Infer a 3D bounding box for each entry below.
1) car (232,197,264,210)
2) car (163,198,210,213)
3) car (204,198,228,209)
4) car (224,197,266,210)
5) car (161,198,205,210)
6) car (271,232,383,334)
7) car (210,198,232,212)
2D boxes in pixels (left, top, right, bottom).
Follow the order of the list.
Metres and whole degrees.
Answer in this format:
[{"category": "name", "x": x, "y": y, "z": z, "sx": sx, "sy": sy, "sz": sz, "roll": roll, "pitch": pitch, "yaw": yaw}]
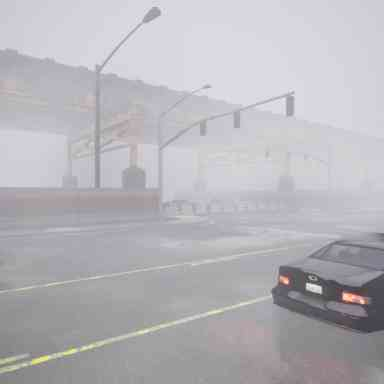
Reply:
[{"category": "car", "x": 6.690, "y": 1.295, "z": 42.488, "sx": 4.536, "sy": 1.218, "sz": 1.853, "roll": 0, "pitch": 0, "yaw": -8}, {"category": "car", "x": -0.848, "y": 1.453, "z": 35.974, "sx": 4.974, "sy": 1.542, "sz": 2.038, "roll": 0, "pitch": 0, "yaw": 7}, {"category": "car", "x": 2.885, "y": 1.295, "z": 38.746, "sx": 1.853, "sy": 1.218, "sz": 4.536, "roll": 0, "pitch": 0, "yaw": 17}, {"category": "car", "x": 6.742, "y": 1.453, "z": 42.495, "sx": 4.974, "sy": 1.542, "sz": 2.038, "roll": 0, "pitch": 0, "yaw": -8}, {"category": "car", "x": -0.900, "y": 1.295, "z": 35.980, "sx": 4.536, "sy": 1.218, "sz": 1.853, "roll": 0, "pitch": 0, "yaw": 7}, {"category": "car", "x": 3.937, "y": 1.547, "z": 6.660, "sx": 5.357, "sy": 1.411, "sz": 2.033, "roll": 0, "pitch": 0, "yaw": -36}, {"category": "car", "x": 2.869, "y": 1.453, "z": 38.696, "sx": 2.038, "sy": 1.542, "sz": 4.974, "roll": 0, "pitch": 0, "yaw": 17}]
